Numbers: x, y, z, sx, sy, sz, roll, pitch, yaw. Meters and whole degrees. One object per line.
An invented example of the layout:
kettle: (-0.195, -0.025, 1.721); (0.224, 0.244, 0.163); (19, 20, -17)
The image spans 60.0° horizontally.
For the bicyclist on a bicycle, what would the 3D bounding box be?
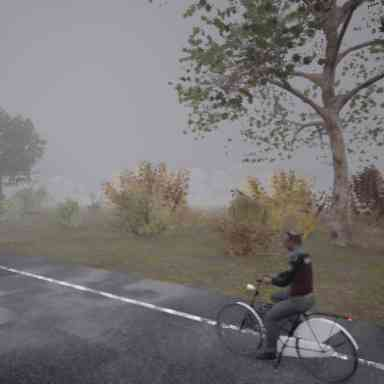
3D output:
bicyclist on a bicycle: (1.100, 1.378, 4.272); (1.843, 1.776, 0.659); (0, 0, 35)
